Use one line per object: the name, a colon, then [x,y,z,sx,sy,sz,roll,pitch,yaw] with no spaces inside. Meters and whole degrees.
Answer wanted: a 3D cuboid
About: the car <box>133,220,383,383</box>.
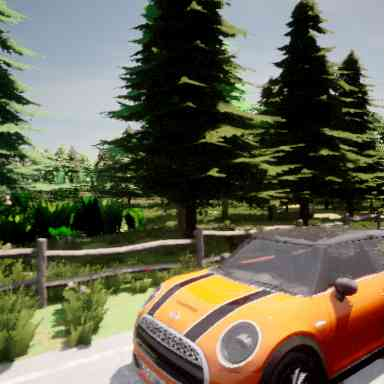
car: [1.474,1.353,4.722,4.553,1.767,2.097,0,0,-36]
